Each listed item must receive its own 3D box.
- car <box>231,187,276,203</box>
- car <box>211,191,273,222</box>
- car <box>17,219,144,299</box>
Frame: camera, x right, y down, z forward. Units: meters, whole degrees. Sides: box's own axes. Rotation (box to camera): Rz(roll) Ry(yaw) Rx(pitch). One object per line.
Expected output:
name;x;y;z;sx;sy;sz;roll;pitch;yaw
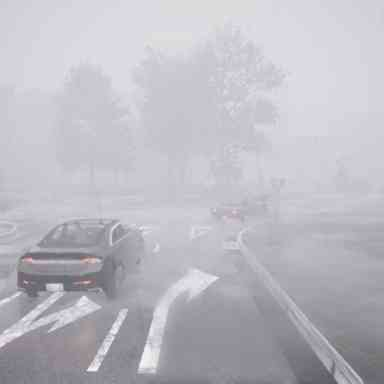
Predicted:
car;4.584;0.386;26.068;4.902;1.511;2.128;-4;6;-40
car;3.075;0.953;20.576;1.895;1.301;4.718;3;6;33
car;-2.396;1.407;8.290;2.128;1.511;4.902;0;1;1
